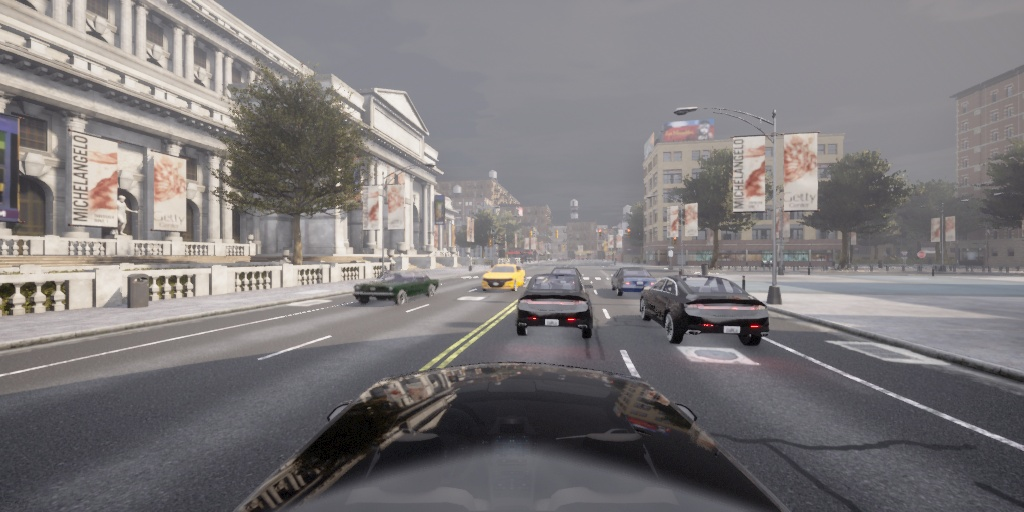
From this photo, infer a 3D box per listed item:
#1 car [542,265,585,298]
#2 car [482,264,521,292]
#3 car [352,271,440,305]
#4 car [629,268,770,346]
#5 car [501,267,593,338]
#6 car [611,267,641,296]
[{"bbox_3d":[2.937,1.297,19.724,2.033,1.411,5.357,0,0,11],"label":"car"},{"bbox_3d":[-0.392,1.230,21.565,1.882,1.535,5.008,0,0,11],"label":"car"},{"bbox_3d":[-5.009,1.351,16.150,1.895,1.301,4.718,0,0,11],"label":"car"},{"bbox_3d":[4.701,1.242,9.474,2.128,1.511,4.902,0,0,9],"label":"car"},{"bbox_3d":[1.265,1.242,10.248,2.128,1.511,4.902,0,0,9],"label":"car"},{"bbox_3d":[6.386,1.297,19.080,2.033,1.411,5.357,0,0,11],"label":"car"}]
